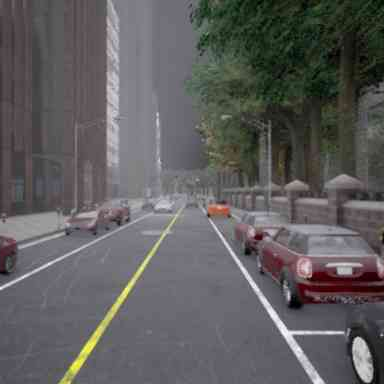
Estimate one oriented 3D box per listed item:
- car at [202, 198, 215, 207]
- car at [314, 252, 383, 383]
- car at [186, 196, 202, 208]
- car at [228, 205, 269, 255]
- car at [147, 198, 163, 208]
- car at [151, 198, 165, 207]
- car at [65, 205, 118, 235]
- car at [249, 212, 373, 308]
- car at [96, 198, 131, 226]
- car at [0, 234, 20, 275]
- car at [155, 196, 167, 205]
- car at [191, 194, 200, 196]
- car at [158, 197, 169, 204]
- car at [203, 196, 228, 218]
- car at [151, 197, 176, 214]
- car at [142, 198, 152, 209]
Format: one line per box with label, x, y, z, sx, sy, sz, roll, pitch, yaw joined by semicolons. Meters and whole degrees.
car;2.778;1.733;57.070;1.947;1.339;4.313;0;0;0
car;2.763;1.558;2.504;2.008;1.369;4.403;0;0;0
car;0.018;1.695;50.826;2.033;1.411;5.357;0;0;0
car;2.766;1.476;13.418;1.967;1.590;4.097;0;0;0
car;-5.749;1.701;51.613;2.008;1.369;4.403;0;0;0
car;-5.747;1.712;57.070;1.887;1.381;4.507;0;0;0
car;-5.758;1.633;18.871;1.802;1.307;4.206;0;0;0
car;2.765;1.462;7.961;1.967;1.590;4.097;0;0;0
car;-5.756;1.381;24.328;2.192;1.841;5.009;0;0;0
car;-5.760;1.604;7.957;1.802;1.307;4.206;0;0;0
car;-5.746;1.625;62.527;1.967;1.590;4.097;0;0;0
car;0.019;1.489;68.073;2.097;1.767;4.553;0;0;0
car;-5.745;1.728;67.814;1.752;1.417;4.829;0;0;0
car;2.396;1.441;31.305;2.097;1.767;4.553;0;0;0
car;-3.080;1.628;36.765;1.812;1.442;4.674;0;0;0
car;-5.750;1.573;46.156;1.967;1.590;4.097;0;0;0
